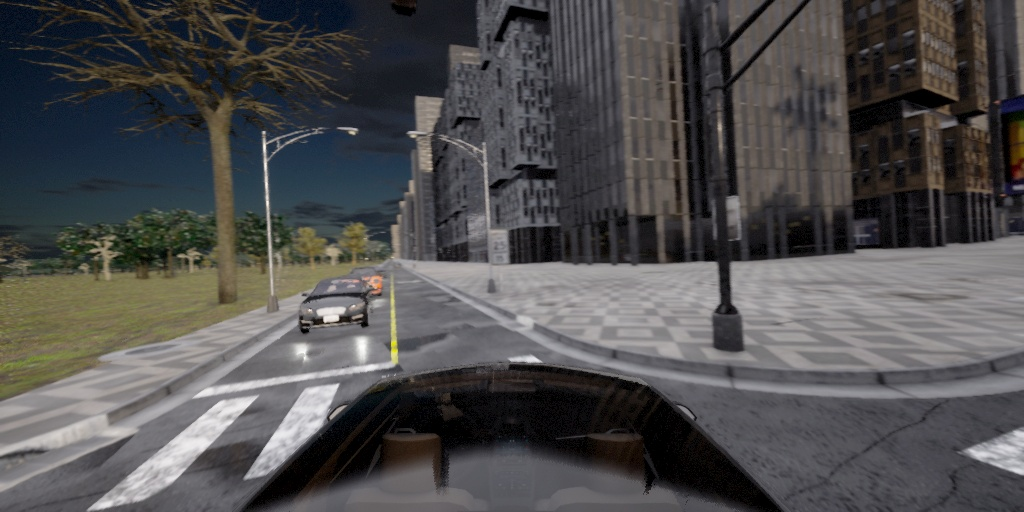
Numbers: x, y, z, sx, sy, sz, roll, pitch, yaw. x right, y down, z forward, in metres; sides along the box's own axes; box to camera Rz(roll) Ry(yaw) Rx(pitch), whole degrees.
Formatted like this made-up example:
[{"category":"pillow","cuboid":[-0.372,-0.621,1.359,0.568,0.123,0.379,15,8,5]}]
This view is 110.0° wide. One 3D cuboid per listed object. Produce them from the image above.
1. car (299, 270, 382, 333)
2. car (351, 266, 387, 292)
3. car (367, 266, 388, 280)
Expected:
[{"category":"car","cuboid":[-5.700,1.467,12.054,2.128,1.511,4.902,-3,0,-19]},{"category":"car","cuboid":[-8.792,1.449,21.252,2.097,1.767,4.553,-3,0,-19]},{"category":"car","cuboid":[-15.495,1.910,41.468,2.033,1.411,5.357,-3,0,-18]}]
